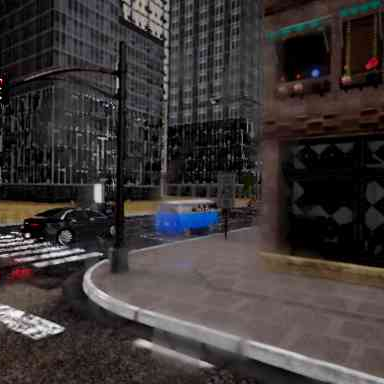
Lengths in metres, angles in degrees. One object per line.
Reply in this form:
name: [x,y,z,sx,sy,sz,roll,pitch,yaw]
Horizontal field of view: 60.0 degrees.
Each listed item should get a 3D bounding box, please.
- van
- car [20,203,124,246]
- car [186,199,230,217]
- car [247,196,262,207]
van: [-0.160,1.315,17.725,1.690,1.788,3.998,2,1,35]
car: [-5.174,1.438,15.102,1.837,1.490,4.892,-1,0,31]
car: [1.487,1.401,30.040,1.994,1.385,4.181,1,1,35]
car: [9.035,1.198,45.128,1.967,1.590,4.097,2,1,35]
